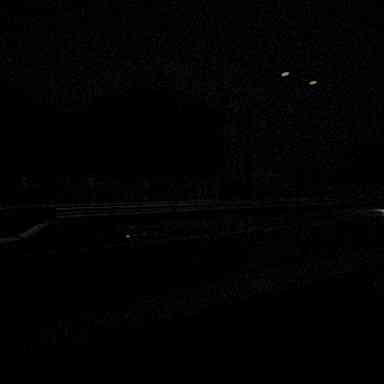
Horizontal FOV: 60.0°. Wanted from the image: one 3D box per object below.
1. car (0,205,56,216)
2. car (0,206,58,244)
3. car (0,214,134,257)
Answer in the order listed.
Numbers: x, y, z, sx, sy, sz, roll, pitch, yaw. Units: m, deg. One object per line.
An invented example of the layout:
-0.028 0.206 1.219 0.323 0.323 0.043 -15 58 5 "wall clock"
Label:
-6.893 1.342 11.972 4.553 1.767 2.097 -1 0 -36 "car"
-8.794 1.493 14.917 4.892 1.490 1.837 -1 0 -36 "car"
-3.990 1.506 9.745 4.674 1.442 1.812 -1 0 -36 "car"
